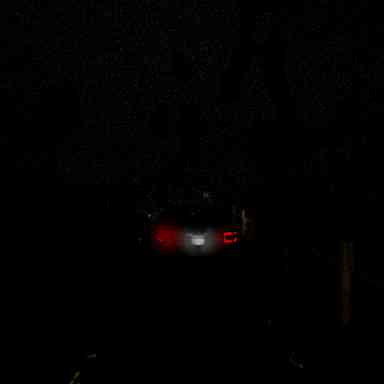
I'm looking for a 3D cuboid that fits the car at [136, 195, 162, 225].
[{"bbox_3d":[-2.857,1.292,25.425,2.150,2.045,5.566,0,0,0],"label":"car"}]

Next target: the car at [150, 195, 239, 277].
[{"bbox_3d":[0.086,1.254,10.530,2.150,2.045,5.566,0,0,-2],"label":"car"}]

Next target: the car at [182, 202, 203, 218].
[{"bbox_3d":[0.084,1.692,32.546,1.895,1.301,4.718,0,0,0],"label":"car"}]
